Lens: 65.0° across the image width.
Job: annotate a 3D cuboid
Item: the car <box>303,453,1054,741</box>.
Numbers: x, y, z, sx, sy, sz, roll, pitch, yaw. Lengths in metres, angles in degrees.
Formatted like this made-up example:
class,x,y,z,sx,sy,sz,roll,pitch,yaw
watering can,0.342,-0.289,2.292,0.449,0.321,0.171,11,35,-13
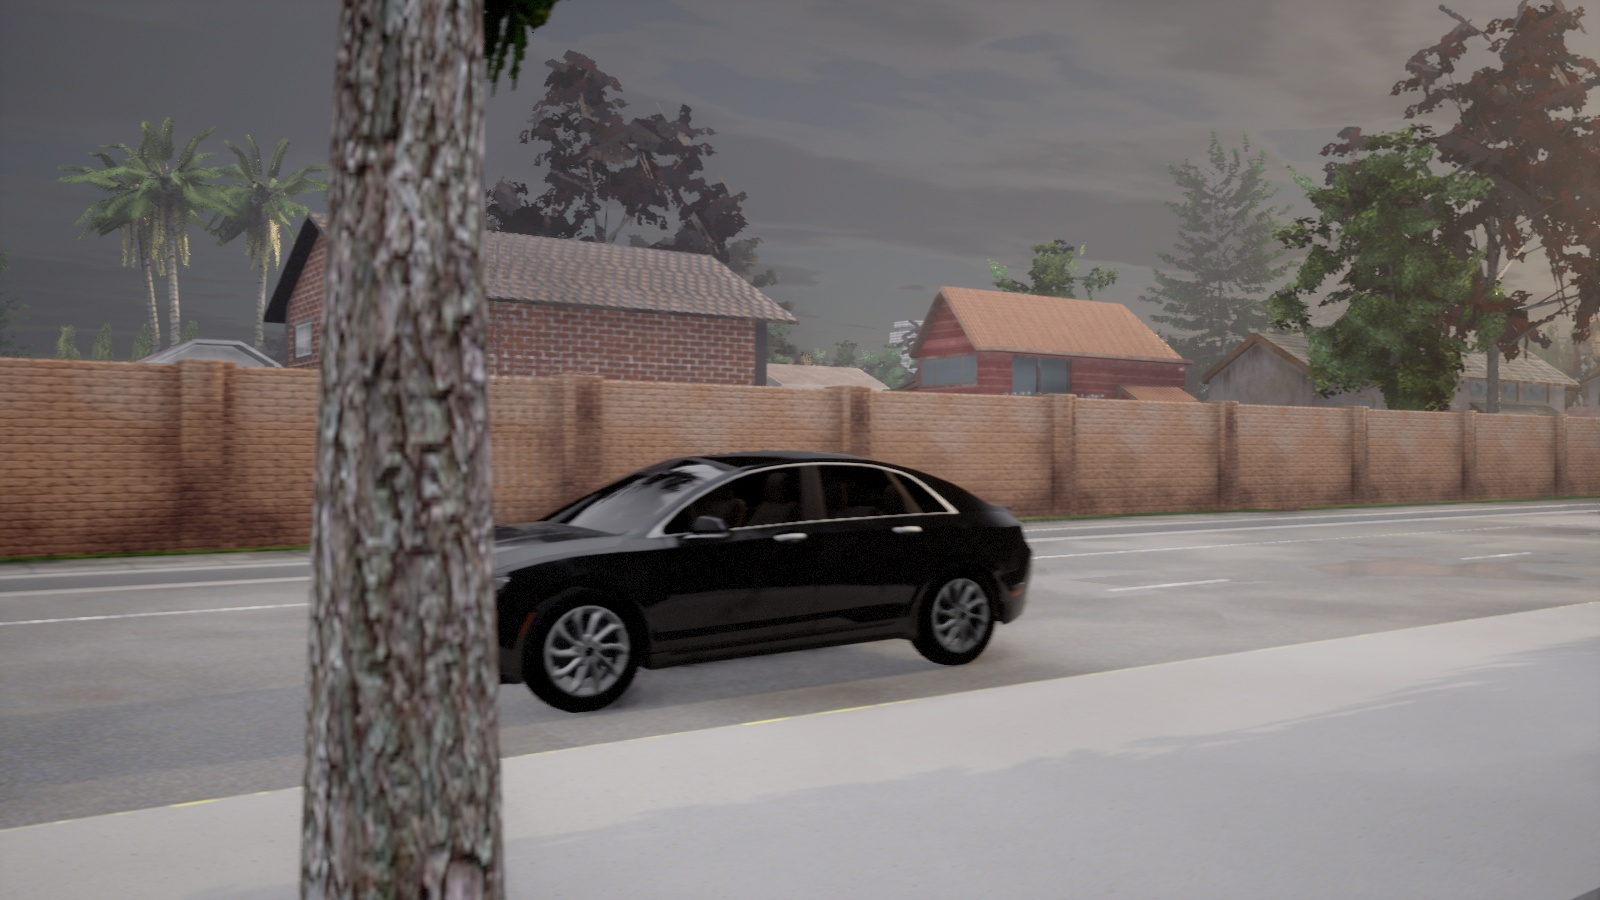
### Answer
class,x,y,z,sx,sy,sz,roll,pitch,yaw
car,-0.648,0.773,8.686,4.892,1.490,1.837,0,0,-35
